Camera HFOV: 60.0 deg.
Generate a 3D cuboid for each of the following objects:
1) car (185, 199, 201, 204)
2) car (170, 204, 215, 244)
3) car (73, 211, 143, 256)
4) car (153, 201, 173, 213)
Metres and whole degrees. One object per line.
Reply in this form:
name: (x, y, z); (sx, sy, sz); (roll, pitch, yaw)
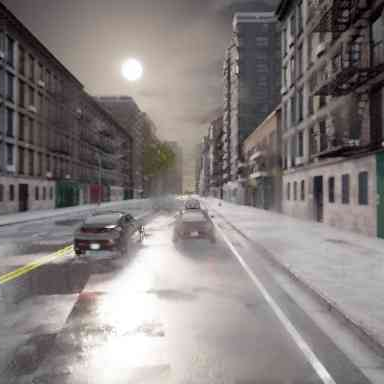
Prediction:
car: (0.097, 1.589, 39.660); (2.033, 1.411, 5.357); (0, 0, 0)
car: (0.099, 1.538, 15.820); (1.812, 1.442, 4.674); (0, 0, 0)
car: (-3.151, 1.514, 13.222); (1.837, 1.490, 4.892); (0, 0, 0)
car: (-3.152, 1.639, 37.025); (1.895, 1.301, 4.718); (0, 0, 0)
